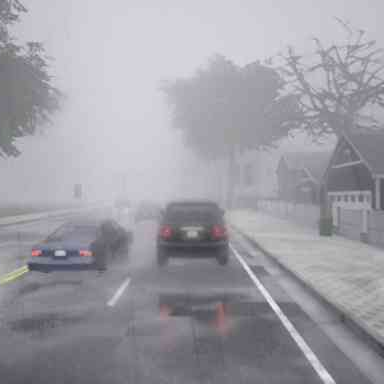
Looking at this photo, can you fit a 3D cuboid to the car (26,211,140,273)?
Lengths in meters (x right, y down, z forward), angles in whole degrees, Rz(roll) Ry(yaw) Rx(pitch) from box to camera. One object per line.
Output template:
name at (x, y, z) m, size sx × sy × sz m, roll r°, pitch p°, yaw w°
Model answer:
car at (-3.224, 1.558, 10.697) m, size 2.033 × 1.411 × 5.357 m, roll 0°, pitch 0°, yaw 0°

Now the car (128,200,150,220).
car at (-3.219, 1.577, 25.684) m, size 2.033 × 1.411 × 5.357 m, roll 0°, pitch 0°, yaw 0°

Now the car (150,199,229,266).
car at (0.035, 1.235, 11.763) m, size 2.150 × 2.045 × 5.566 m, roll 0°, pitch 0°, yaw 0°

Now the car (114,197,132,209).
car at (-9.780, 1.567, 47.639) m, size 1.837 × 1.490 × 4.892 m, roll 0°, pitch 0°, yaw 0°

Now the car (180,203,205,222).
car at (0.046, 1.632, 27.252) m, size 1.895 × 1.301 × 4.718 m, roll 0°, pitch 0°, yaw 1°
